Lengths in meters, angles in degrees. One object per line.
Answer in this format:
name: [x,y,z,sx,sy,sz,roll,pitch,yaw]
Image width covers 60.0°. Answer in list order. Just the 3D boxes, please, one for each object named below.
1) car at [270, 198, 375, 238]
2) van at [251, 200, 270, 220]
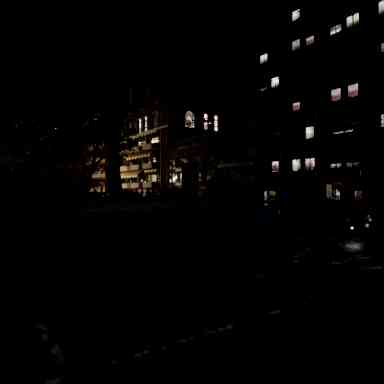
car: [7.505,1.397,19.323,2.150,2.045,5.566,0,-1,-31]
van: [7.160,1.642,30.208,1.690,1.788,3.998,-1,0,-36]
